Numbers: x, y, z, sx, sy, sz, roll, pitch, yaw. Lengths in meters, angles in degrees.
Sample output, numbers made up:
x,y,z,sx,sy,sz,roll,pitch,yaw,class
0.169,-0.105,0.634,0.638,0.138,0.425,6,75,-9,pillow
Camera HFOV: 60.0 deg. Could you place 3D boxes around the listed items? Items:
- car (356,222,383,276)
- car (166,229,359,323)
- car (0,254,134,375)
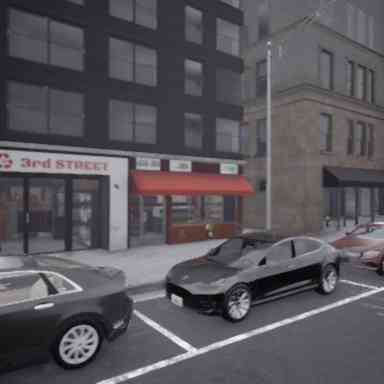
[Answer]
x,y,z,sx,sy,sz,roll,pitch,yaw,class
5.908,1.629,10.407,4.206,1.307,1.802,0,0,-36,car
1.506,1.589,7.264,4.313,1.339,1.947,0,0,-36,car
-2.897,1.550,4.121,4.403,1.369,2.008,0,0,-36,car
